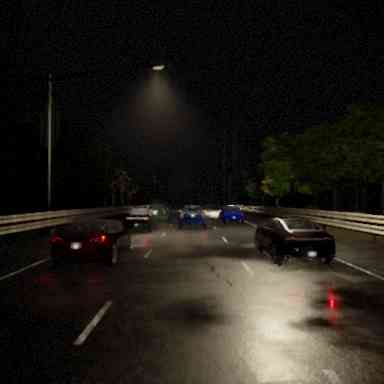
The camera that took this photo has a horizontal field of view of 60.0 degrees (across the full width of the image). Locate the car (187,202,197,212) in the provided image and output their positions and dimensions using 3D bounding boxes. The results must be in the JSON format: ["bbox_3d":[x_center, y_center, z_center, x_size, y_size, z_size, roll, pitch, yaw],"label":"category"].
[{"bbox_3d":[0.020,3.292,74.511,2.150,2.045,5.566,0,-2,0],"label":"car"}]

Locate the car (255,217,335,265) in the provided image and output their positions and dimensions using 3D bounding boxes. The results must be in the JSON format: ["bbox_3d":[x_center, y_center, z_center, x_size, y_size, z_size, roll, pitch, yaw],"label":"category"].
[{"bbox_3d":[3.602,1.684,12.399,2.128,1.511,4.902,0,-1,0],"label":"car"}]

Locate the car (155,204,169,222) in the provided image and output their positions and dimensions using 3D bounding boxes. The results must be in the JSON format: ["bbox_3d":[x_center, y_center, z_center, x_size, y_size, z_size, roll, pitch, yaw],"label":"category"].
[{"bbox_3d":[-3.492,2.061,34.293,2.097,1.767,4.553,0,-2,0],"label":"car"}]

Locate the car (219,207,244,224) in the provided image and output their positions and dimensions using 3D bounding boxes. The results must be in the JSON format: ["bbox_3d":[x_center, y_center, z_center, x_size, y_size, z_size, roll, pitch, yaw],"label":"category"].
[{"bbox_3d":[3.610,2.100,31.018,1.882,1.535,5.008,0,-1,0],"label":"car"}]

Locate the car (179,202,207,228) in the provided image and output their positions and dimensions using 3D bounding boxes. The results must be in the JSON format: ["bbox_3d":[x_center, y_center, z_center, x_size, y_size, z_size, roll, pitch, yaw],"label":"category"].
[{"bbox_3d":[0.047,1.858,26.495,2.097,1.767,4.553,0,-2,0],"label":"car"}]

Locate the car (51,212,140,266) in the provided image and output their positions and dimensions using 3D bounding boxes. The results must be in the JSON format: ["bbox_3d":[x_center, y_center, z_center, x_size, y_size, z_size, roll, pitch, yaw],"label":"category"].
[{"bbox_3d":[-3.497,1.696,12.349,2.163,1.488,4.792,0,-1,0],"label":"car"}]

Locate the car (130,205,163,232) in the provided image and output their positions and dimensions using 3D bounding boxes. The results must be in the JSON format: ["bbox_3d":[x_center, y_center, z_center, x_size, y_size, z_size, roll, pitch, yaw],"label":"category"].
[{"bbox_3d":[-3.493,1.922,23.321,2.128,1.511,4.902,0,-1,0],"label":"car"}]

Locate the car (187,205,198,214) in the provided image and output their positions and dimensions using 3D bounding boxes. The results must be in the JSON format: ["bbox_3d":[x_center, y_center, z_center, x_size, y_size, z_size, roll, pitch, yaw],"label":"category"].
[{"bbox_3d":[0.104,2.973,58.132,1.812,1.442,4.674,0,-2,0],"label":"car"}]
